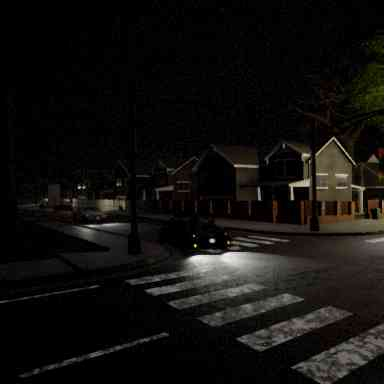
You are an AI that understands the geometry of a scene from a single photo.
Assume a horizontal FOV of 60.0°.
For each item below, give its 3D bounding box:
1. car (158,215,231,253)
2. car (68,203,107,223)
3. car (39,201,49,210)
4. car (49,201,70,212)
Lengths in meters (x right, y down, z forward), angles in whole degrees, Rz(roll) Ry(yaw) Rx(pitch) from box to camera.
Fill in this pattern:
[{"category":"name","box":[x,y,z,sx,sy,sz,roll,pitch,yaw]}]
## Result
[{"category":"car","box":[-0.019,1.701,14.514,1.994,1.385,4.181,-1,0,-24]},{"category":"car","box":[-8.908,1.861,28.667,1.812,1.442,4.674,-1,0,-35]},{"category":"car","box":[-24.230,2.187,55.544,1.994,1.385,4.181,-1,0,-35]},{"category":"car","box":[-18.253,1.985,47.015,2.128,1.511,4.902,-1,0,-34]}]
